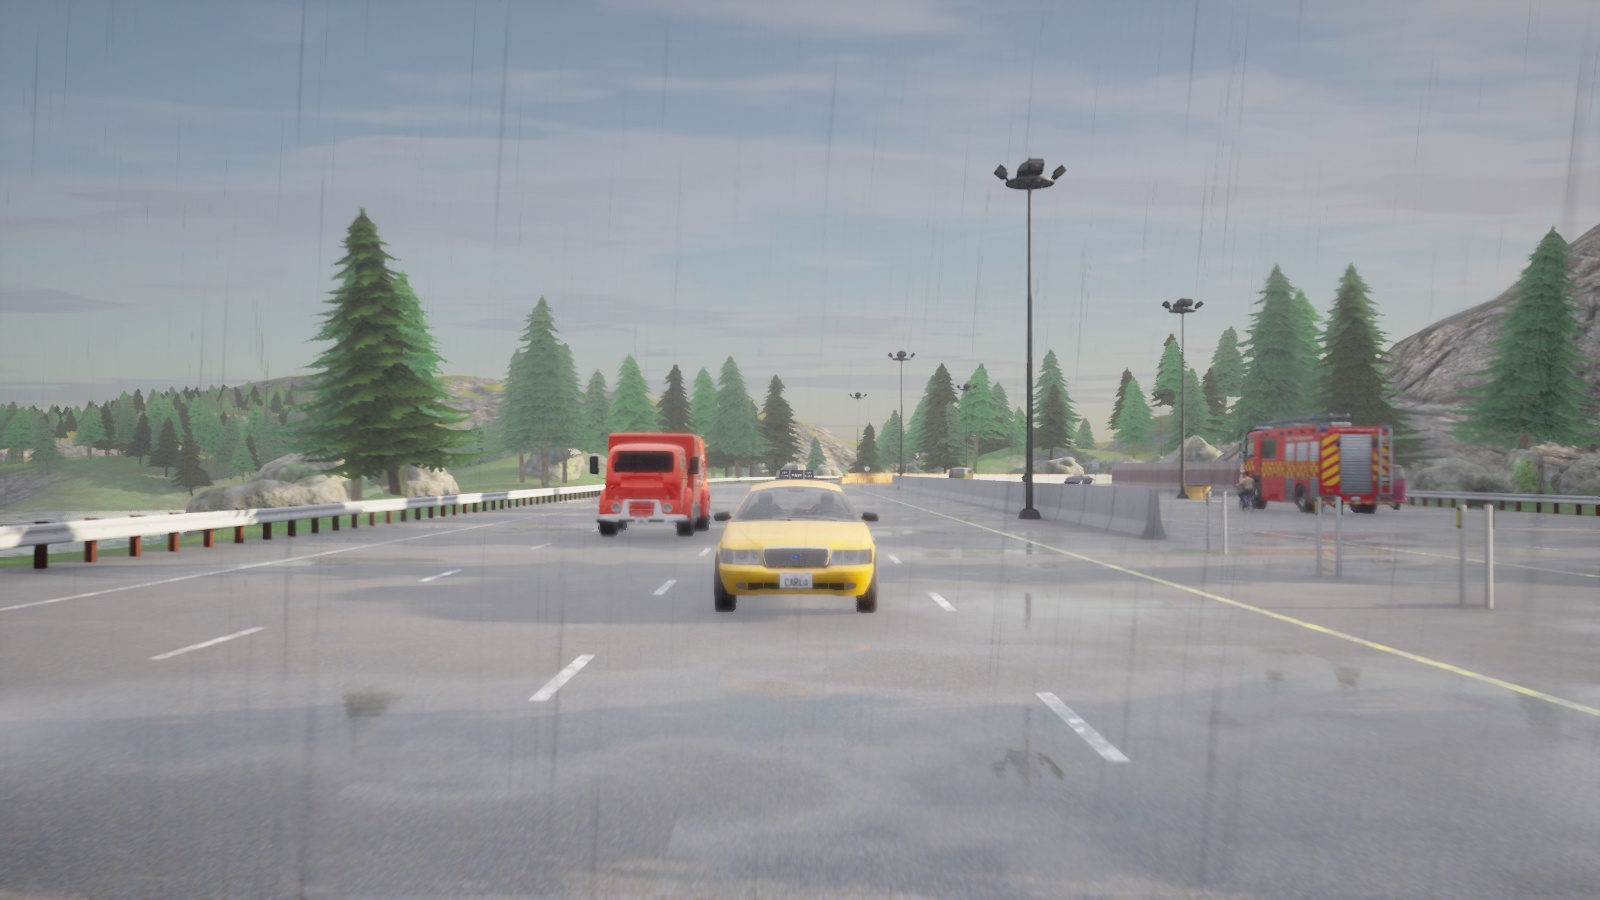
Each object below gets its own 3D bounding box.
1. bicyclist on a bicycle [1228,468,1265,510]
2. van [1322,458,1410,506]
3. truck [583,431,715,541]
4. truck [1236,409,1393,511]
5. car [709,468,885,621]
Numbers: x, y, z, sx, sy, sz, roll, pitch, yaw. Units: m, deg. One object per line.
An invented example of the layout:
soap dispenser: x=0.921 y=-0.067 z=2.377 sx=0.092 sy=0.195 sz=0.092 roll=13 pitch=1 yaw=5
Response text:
bicyclist on a bicycle: x=17.390 y=1.501 z=48.969 sx=0.866 sy=1.612 sz=1.509 roll=0 pitch=-1 yaw=0
van: x=24.372 y=1.378 z=54.244 sx=1.775 sy=1.987 sz=4.442 roll=0 pitch=-1 yaw=0
truck: x=-3.574 y=0.862 z=30.858 sx=2.627 sy=2.467 sz=5.204 roll=0 pitch=-1 yaw=0
truck: x=20.874 y=0.430 z=51.593 sx=2.891 sy=3.827 sz=8.468 roll=0 pitch=-1 yaw=0
car: x=-0.036 y=1.014 z=15.631 sx=1.801 sy=1.575 sz=5.366 roll=0 pitch=-1 yaw=0
